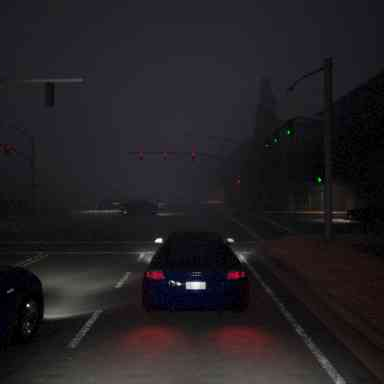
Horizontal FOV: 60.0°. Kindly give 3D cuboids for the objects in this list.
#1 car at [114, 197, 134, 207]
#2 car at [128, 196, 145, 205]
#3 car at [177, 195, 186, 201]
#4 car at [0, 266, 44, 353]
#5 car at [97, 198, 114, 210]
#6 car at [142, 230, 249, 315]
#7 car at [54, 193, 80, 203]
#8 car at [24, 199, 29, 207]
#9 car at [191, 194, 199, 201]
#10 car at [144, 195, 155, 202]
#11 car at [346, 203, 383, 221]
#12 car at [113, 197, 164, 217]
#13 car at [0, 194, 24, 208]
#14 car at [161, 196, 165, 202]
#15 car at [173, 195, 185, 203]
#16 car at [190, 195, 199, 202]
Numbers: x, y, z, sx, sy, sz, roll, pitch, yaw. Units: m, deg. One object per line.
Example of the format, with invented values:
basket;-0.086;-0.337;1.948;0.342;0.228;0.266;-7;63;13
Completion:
car;-10.526;1.564;51.801;1.994;1.385;4.181;0;0;4
car;-10.257;1.492;62.094;2.128;1.511;4.902;0;0;2
car;-2.644;1.500;83.028;1.837;1.490;4.892;0;0;2
car;-3.442;1.352;3.538;2.097;1.767;4.553;0;0;0
car;-10.734;1.505;42.892;1.837;1.490;4.892;0;0;1
car;0.066;1.564;7.677;1.994;1.385;4.181;0;0;0
car;-24.937;1.156;65.664;3.866;1.878;1.905;0;0;0
car;-24.912;1.156;46.041;3.866;1.878;1.905;0;0;0
car;0.864;1.395;83.281;1.882;1.535;5.008;0;0;2
car;-9.811;1.460;76.777;1.994;1.385;4.181;0;0;2
car;15.241;1.547;26.458;5.357;1.411;2.033;0;0;0
car;-4.817;1.505;30.967;1.837;1.490;4.892;2;1;24
car;-24.969;1.153;43.146;4.605;1.855;1.932;0;0;0
car;-6.617;1.564;66.230;1.994;1.385;4.181;0;0;2
car;-2.922;1.557;70.441;1.994;1.385;4.181;0;0;2
car;0.584;1.535;72.637;2.033;1.411;5.357;0;0;2
